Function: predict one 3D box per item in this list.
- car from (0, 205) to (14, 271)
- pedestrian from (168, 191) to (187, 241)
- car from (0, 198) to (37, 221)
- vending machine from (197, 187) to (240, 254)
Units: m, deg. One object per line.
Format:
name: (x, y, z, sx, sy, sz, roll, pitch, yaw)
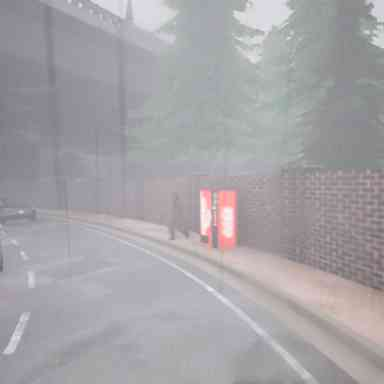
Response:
car: (-6.386, 1.342, 9.285, 2.033, 1.411, 5.357, -1, 2, -32)
pedestrian: (-0.534, 0.821, 11.991, 0.375, 1.860, 0.375, -1, 2, -30)
car: (-11.267, 1.088, 20.701, 1.994, 1.385, 4.181, -2, 2, -43)
vending machine: (0.875, 0.889, 11.073, 1.100, 2.100, 0.880, -1, 2, -28)
